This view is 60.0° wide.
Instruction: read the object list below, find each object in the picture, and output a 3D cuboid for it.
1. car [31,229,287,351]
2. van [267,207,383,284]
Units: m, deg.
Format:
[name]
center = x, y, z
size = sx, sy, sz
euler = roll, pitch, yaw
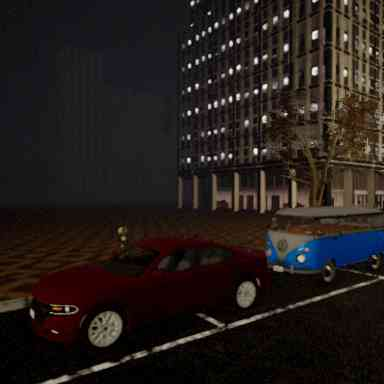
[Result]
[car]
center = -0.509, 1.541, 6.192
size = 4.507, 1.381, 1.887
euler = 0, 1, -36
[van]
center = 3.814, 1.330, 9.279
size = 3.998, 1.788, 1.690
euler = 0, 1, -36
